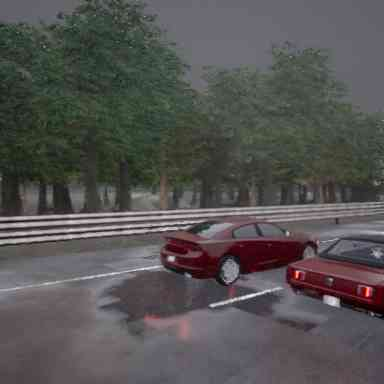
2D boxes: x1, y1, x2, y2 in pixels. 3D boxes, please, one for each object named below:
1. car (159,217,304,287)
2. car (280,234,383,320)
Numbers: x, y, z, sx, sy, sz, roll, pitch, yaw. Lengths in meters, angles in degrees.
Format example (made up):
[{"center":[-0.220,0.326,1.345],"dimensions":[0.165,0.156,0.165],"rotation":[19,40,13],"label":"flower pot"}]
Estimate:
[{"center":[1.504,1.441,9.346],"dimensions":[5.008,1.535,1.882],"rotation":[0,0,-36],"label":"car"},{"center":[4.200,1.580,6.995],"dimensions":[4.718,1.301,1.895],"rotation":[0,0,-36],"label":"car"}]
